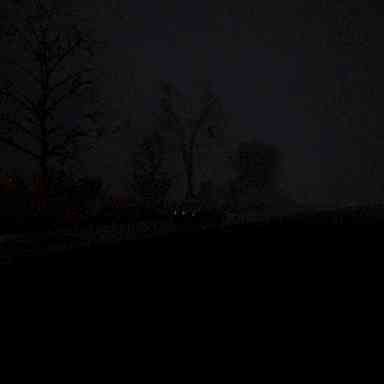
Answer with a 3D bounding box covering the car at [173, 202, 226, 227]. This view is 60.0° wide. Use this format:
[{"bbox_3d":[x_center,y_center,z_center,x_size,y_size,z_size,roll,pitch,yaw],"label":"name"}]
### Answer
[{"bbox_3d":[0.668,1.513,24.547,2.097,1.767,4.553,1,0,36],"label":"car"}]
